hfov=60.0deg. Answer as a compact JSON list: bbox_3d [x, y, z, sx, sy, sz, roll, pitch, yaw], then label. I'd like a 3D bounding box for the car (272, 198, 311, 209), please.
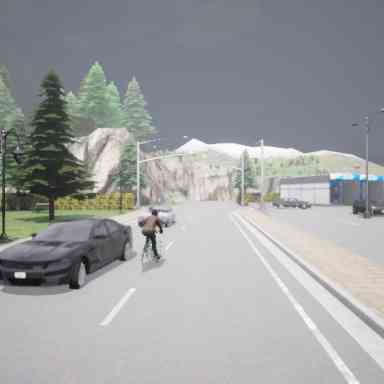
[{"bbox_3d":[12.908,1.491,43.193,4.902,1.511,2.128,0,0,5],"label":"car"}]

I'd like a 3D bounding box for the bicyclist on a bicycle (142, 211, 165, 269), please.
[{"bbox_3d":[-1.153,1.396,9.953,0.582,1.620,1.656,-2,-3,17],"label":"bicyclist on a bicycle"}]

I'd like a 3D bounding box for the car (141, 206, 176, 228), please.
[{"bbox_3d":[-2.232,1.601,22.197,1.895,1.301,4.718,0,0,4],"label":"car"}]

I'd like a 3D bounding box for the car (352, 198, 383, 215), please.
[{"bbox_3d":[16.034,1.340,29.844,2.007,1.523,4.514,0,0,4],"label":"car"}]

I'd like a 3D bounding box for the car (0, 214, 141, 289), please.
[{"bbox_3d":[-3.231,1.482,9.466,1.882,1.535,5.008,0,0,9],"label":"car"}]
